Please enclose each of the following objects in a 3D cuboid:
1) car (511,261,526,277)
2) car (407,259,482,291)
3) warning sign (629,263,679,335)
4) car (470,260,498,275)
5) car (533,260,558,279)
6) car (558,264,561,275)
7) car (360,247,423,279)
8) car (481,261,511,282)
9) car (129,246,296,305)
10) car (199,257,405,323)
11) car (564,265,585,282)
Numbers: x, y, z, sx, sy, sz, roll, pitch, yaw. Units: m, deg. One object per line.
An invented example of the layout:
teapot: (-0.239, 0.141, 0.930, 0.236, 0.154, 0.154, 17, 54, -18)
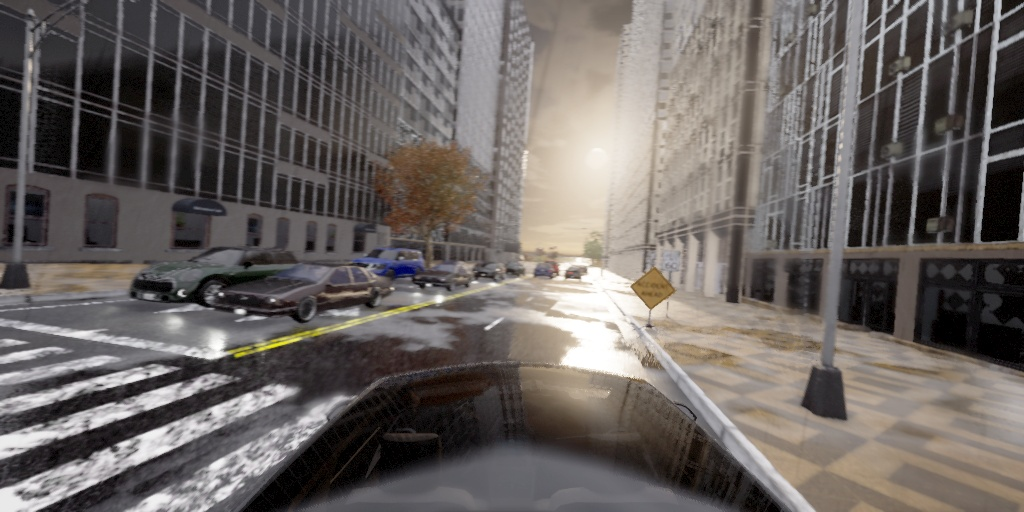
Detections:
car: (0.232, 1.320, 40.310, 2.097, 1.767, 4.553, 4, 0, 11)
car: (-3.638, 1.114, 20.504, 2.033, 1.411, 5.357, 4, 0, 11)
warning sign: (3.997, 1.224, 10.508, 1.300, 1.860, 1.060, 0, 0, 11)
car: (-3.080, 1.276, 40.349, 1.994, 1.385, 4.181, 4, 0, 11)
car: (3.651, 1.586, 40.379, 2.097, 1.767, 4.553, 4, 0, 10)
car: (5.508, 1.648, 50.239, 2.150, 2.045, 5.566, 4, 0, 11)
car: (-6.926, 0.532, 20.432, 2.150, 2.045, 5.566, 4, 0, 11)
car: (-1.759, 1.268, 30.223, 1.837, 1.490, 4.892, 4, 0, 11)
car: (-8.704, 0.477, 11.249, 2.097, 1.767, 4.553, 4, 0, 11)
car: (-5.539, 0.915, 10.615, 2.033, 1.411, 5.357, 4, 0, 11)
car: (6.801, 1.980, 39.665, 1.837, 1.490, 4.892, 4, 0, 11)
